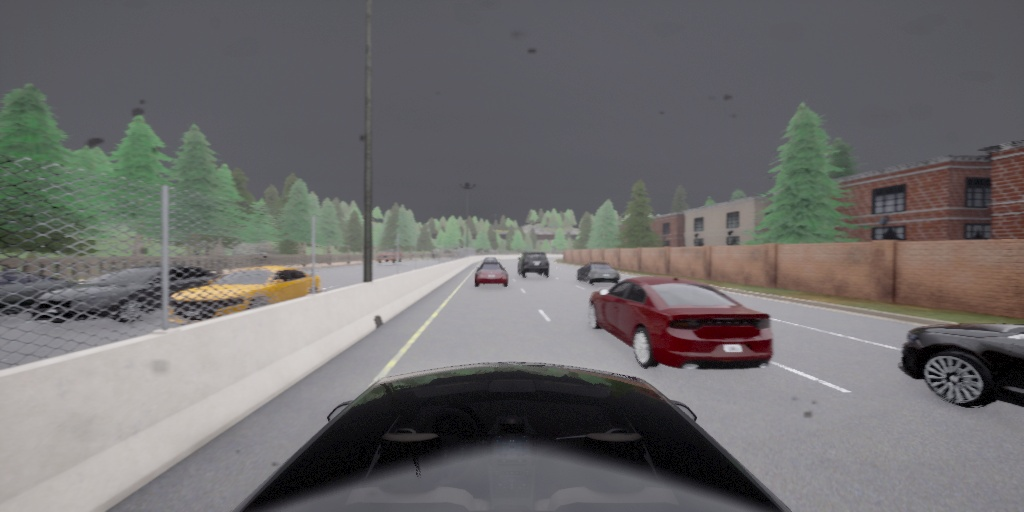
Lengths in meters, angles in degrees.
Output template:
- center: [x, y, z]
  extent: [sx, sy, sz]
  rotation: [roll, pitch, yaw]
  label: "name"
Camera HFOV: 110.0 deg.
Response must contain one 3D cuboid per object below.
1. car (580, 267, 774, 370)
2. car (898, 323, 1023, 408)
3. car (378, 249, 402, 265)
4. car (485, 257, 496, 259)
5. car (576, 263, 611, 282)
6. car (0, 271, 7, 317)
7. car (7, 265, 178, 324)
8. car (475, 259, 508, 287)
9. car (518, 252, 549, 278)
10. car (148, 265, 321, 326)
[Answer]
- center: [3.125, 1.187, 7.787]
  extent: [1.882, 1.535, 5.008]
  rotation: [0, 1, -4]
  label: "car"
- center: [6.905, 1.276, 3.394]
  extent: [2.128, 1.511, 4.902]
  rotation: [0, 1, -4]
  label: "car"
- center: [-17.168, -0.019, 50.749]
  extent: [2.150, 2.045, 5.566]
  rotation: [0, 1, -4]
  label: "car"
- center: [-2.554, 0.844, 42.812]
  extent: [2.033, 1.411, 5.357]
  rotation: [0, 1, -4]
  label: "car"
- center: [5.637, 1.123, 23.843]
  extent: [1.994, 1.385, 4.181]
  rotation: [0, 1, -4]
  label: "car"
- center: [-14.735, 1.116, 9.849]
  extent: [1.994, 1.385, 4.181]
  rotation: [0, 1, -4]
  label: "car"
- center: [-11.307, 1.069, 11.122]
  extent: [1.837, 1.490, 4.892]
  rotation: [0, 1, -4]
  label: "car"
- center: [-1.286, 1.086, 22.371]
  extent: [1.994, 1.385, 4.181]
  rotation: [0, 1, -4]
  label: "car"
- center: [1.741, 0.686, 30.160]
  extent: [2.150, 2.045, 5.566]
  rotation: [0, 1, -4]
  label: "car"
- center: [-7.797, 1.069, 11.065]
  extent: [1.882, 1.535, 5.008]
  rotation: [0, 1, -4]
  label: "car"
